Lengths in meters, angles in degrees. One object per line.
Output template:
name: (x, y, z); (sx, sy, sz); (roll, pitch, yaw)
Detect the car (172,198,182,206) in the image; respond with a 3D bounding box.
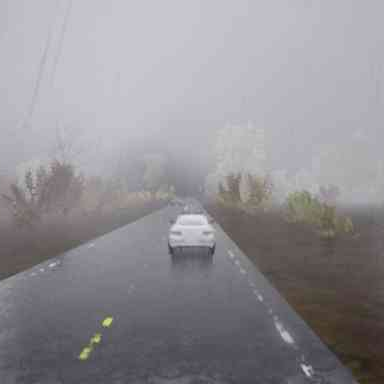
car: (-3.002, 1.947, 67.693); (2.097, 1.767, 4.553); (0, 0, 0)

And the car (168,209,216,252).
car: (0.006, 1.663, 14.366); (1.812, 1.442, 4.674); (0, 0, 0)

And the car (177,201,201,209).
car: (0.002, 1.818, 28.991); (2.033, 1.411, 5.357); (0, 0, 0)
